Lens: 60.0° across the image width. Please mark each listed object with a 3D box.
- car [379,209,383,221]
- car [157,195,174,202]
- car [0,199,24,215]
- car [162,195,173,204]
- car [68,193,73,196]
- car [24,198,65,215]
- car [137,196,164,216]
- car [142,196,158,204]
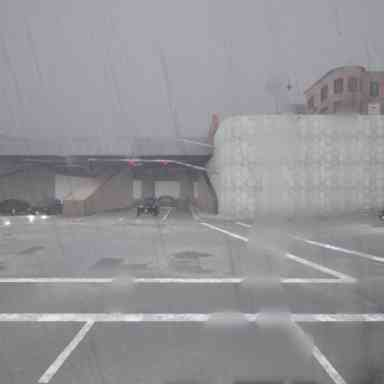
[{"bbox_3d":[12.781,0.873,18.258,4.674,1.442,1.812,-7,0,-1],"label":"car"},{"bbox_3d":[-5.976,1.500,75.461,1.837,1.490,4.892,0,0,24],"label":"car"},{"bbox_3d":[-18.369,1.478,34.074,1.882,1.535,5.008,0,0,-1],"label":"car"},{"bbox_3d":[-4.817,1.525,61.714,1.812,1.442,4.674,0,0,1],"label":"car"},{"bbox_3d":[-18.881,1.221,53.768,2.150,2.045,5.566,0,0,-1],"label":"car"},{"bbox_3d":[-14.881,1.547,34.484,2.033,1.411,5.357,0,0,-2],"label":"car"},{"bbox_3d":[-4.184,1.491,32.550,2.128,1.511,4.902,0,0,-1],"label":"car"},{"bbox_3d":[-8.119,1.547,65.029,2.033,1.411,5.357,0,0,4],"label":"car"}]
